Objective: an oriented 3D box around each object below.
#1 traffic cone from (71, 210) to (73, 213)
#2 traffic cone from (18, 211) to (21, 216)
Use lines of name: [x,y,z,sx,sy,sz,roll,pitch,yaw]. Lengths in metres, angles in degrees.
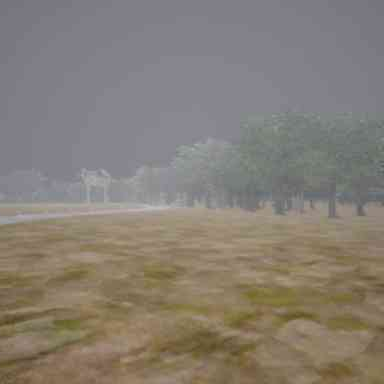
traffic cone: [-18.662,2.931,51.632,0.340,0.580,0.340,-1,-2,22]
traffic cone: [-21.531,2.660,41.470,0.340,0.580,0.340,0,-1,9]
